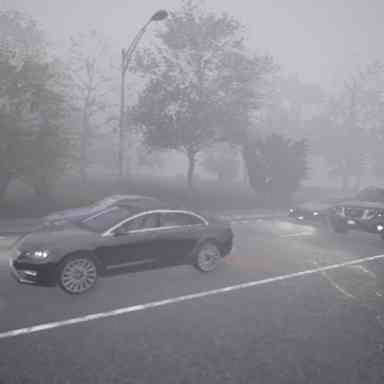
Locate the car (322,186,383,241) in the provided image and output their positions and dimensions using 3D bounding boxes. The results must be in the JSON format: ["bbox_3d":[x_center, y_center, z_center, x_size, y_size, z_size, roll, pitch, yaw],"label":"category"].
[{"bbox_3d":[8.191,0.780,13.936,5.566,2.045,2.150,0,4,-35],"label":"car"}]

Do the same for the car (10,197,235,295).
[{"bbox_3d":[-1.252,1.025,7.435,4.902,1.511,2.128,0,4,-34],"label":"car"}]

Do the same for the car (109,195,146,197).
[{"bbox_3d":[-2.356,0.833,10.909,4.674,1.442,1.812,0,4,-34],"label":"car"}]

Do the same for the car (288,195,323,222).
[{"bbox_3d":[7.506,0.879,17.754,5.357,1.411,2.033,0,4,-35],"label":"car"}]
